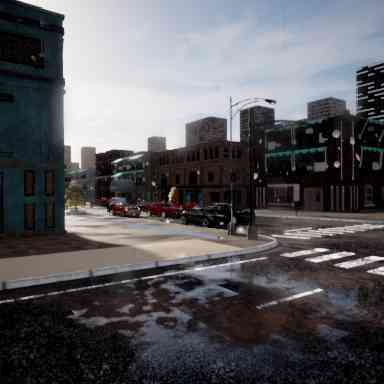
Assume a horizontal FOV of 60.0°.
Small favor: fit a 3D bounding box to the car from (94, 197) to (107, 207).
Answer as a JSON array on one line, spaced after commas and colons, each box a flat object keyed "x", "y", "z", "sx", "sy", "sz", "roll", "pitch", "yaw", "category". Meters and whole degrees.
[{"x": -16.306, "y": 1.939, "z": 63.420, "sx": 2.192, "sy": 1.841, "sz": 5.009, "roll": -1, "pitch": 0, "yaw": -35, "category": "car"}]

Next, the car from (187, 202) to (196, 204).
[{"x": -0.306, "y": 1.903, "z": 40.835, "sx": 1.802, "sy": 1.307, "sz": 4.206, "roll": -2, "pitch": 0, "yaw": -35, "category": "car"}]

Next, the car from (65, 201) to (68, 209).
[{"x": -23.041, "y": 2.232, "z": 58.437, "sx": 1.752, "sy": 1.417, "sz": 4.829, "roll": -1, "pitch": 0, "yaw": -35, "category": "car"}]

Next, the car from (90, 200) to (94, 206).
[{"x": -19.500, "y": 2.227, "z": 67.938, "sx": 1.887, "sy": 1.381, "sz": 4.507, "roll": -1, "pitch": 0, "yaw": -35, "category": "car"}]

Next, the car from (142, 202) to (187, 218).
[{"x": -2.987, "y": 1.817, "z": 34.616, "sx": 1.882, "sy": 1.535, "sz": 5.008, "roll": -1, "pitch": 0, "yaw": -35, "category": "car"}]

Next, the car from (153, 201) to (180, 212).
[{"x": -3.504, "y": 1.965, "z": 45.352, "sx": 1.802, "sy": 1.307, "sz": 4.206, "roll": -2, "pitch": 0, "yaw": -35, "category": "car"}]

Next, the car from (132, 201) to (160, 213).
[{"x": -6.302, "y": 1.986, "z": 44.833, "sx": 1.994, "sy": 1.385, "sz": 4.181, "roll": -1, "pitch": 0, "yaw": -35, "category": "car"}]

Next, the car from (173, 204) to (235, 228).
[{"x": 0.776, "y": 1.814, "z": 24.595, "sx": 1.947, "sy": 1.339, "sz": 4.313, "roll": -1, "pitch": 0, "yaw": -35, "category": "car"}]

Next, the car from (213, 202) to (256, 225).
[{"x": 2.879, "y": 1.700, "z": 26.335, "sx": 1.882, "sy": 1.535, "sz": 5.008, "roll": -1, "pitch": 0, "yaw": -35, "category": "car"}]

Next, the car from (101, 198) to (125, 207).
[{"x": -9.794, "y": 1.963, "z": 44.257, "sx": 2.128, "sy": 1.511, "sz": 4.902, "roll": -1, "pitch": 0, "yaw": -35, "category": "car"}]

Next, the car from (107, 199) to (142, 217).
[{"x": -7.147, "y": 1.846, "z": 35.990, "sx": 1.967, "sy": 1.590, "sz": 4.097, "roll": -1, "pitch": 0, "yaw": -35, "category": "car"}]
